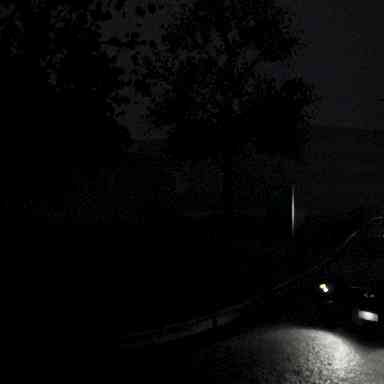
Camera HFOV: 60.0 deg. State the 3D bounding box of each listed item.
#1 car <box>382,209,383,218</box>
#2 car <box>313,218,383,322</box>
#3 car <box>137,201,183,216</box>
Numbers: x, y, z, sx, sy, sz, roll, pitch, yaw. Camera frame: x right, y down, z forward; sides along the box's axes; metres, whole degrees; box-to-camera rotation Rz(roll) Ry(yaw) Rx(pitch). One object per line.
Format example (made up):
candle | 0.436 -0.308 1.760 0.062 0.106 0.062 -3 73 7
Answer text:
car | 12.909 1.438 20.331 2.097 1.767 4.553 0 -1 31
car | 4.339 1.555 7.337 2.033 1.411 5.357 0 0 37
car | -3.233 1.697 34.193 4.902 1.511 2.128 0 0 -29
